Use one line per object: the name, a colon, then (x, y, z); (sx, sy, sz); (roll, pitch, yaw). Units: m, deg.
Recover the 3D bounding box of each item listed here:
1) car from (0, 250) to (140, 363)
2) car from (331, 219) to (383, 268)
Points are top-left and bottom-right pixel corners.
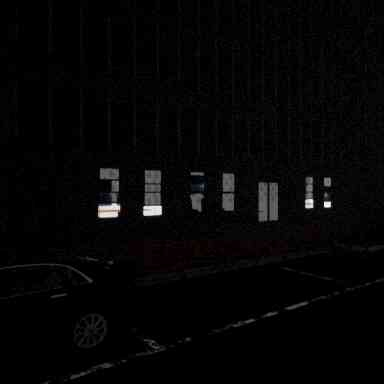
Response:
car: (-2.876, 1.551, 4.509); (4.403, 1.369, 2.008); (0, 0, -35)
car: (6.408, 1.582, 11.097); (4.206, 1.307, 1.802); (0, 0, -35)
